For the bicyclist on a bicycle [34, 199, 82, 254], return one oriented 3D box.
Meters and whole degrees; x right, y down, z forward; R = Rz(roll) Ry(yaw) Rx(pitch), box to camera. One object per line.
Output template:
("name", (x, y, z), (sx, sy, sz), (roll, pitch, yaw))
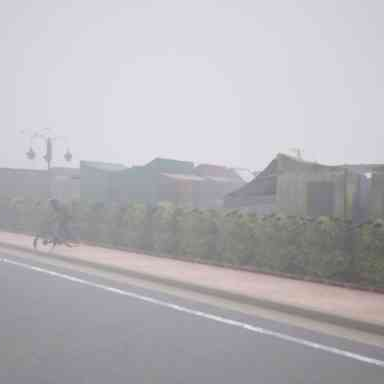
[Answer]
("bicyclist on a bicycle", (-4.112, 1.030, 10.301), (0.582, 1.620, 1.656), (2, 4, 34))
